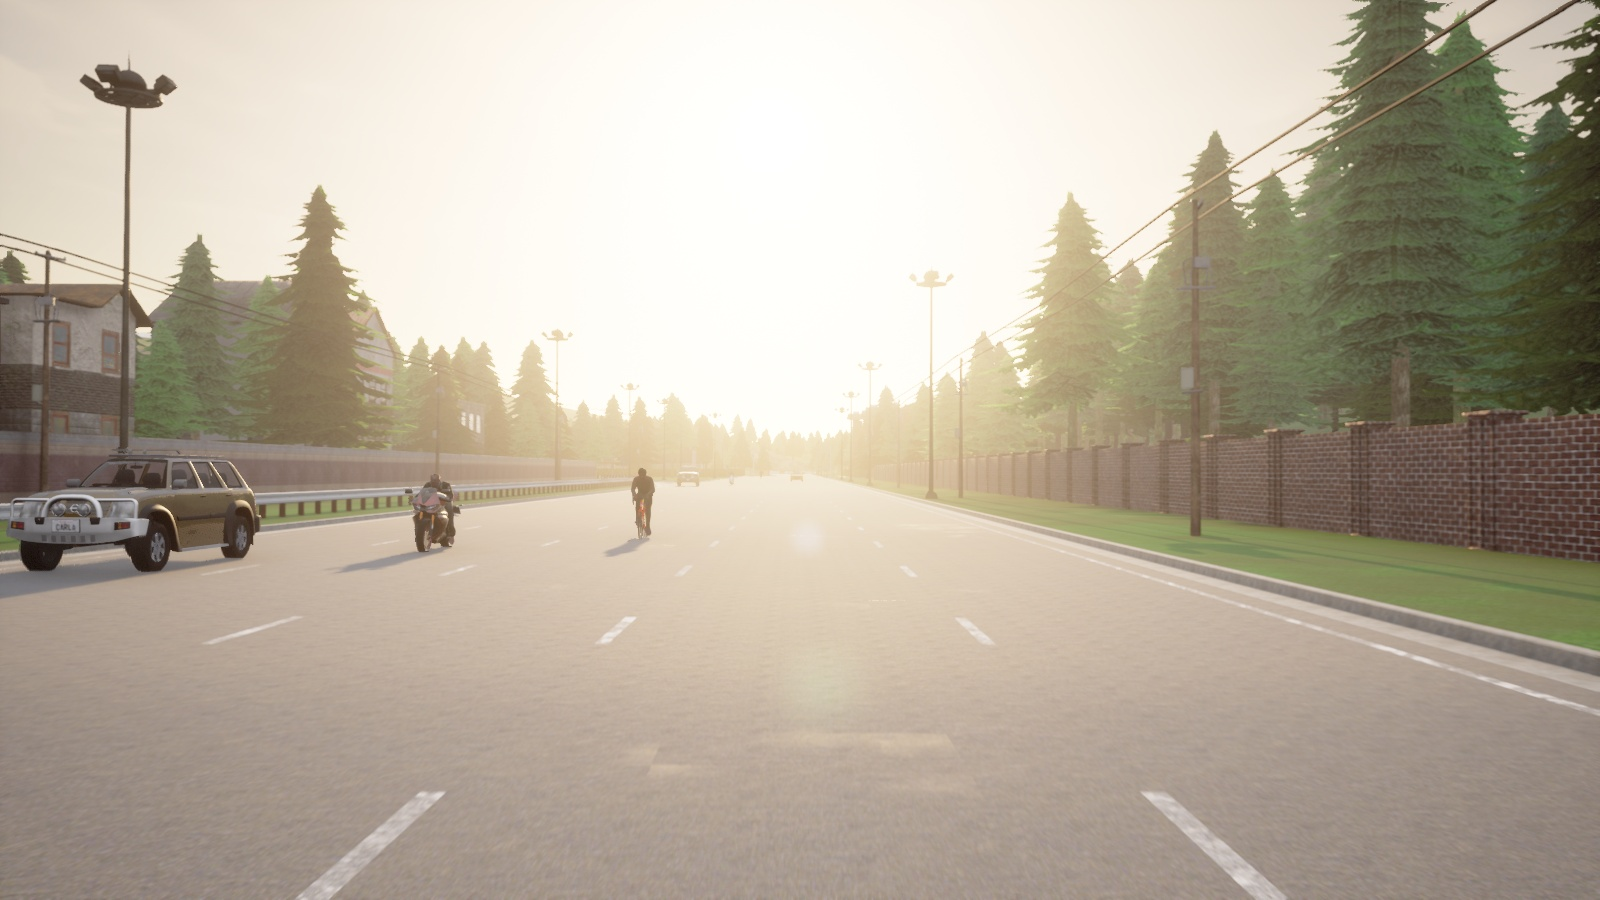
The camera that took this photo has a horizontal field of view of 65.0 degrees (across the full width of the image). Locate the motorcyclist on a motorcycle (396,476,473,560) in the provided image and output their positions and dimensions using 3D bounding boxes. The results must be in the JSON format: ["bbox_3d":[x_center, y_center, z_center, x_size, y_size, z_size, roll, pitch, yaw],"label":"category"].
[{"bbox_3d":[-7.059,1.286,24.388,0.866,1.530,2.191,0,-1,0],"label":"motorcyclist on a motorcycle"}]

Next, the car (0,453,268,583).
[{"bbox_3d":[-10.550,1.014,20.308,1.932,1.855,4.605,0,-1,0],"label":"car"}]

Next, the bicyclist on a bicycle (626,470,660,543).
[{"bbox_3d":[-3.569,1.261,28.625,0.582,1.620,1.656,0,-1,0],"label":"bicyclist on a bicycle"}]
